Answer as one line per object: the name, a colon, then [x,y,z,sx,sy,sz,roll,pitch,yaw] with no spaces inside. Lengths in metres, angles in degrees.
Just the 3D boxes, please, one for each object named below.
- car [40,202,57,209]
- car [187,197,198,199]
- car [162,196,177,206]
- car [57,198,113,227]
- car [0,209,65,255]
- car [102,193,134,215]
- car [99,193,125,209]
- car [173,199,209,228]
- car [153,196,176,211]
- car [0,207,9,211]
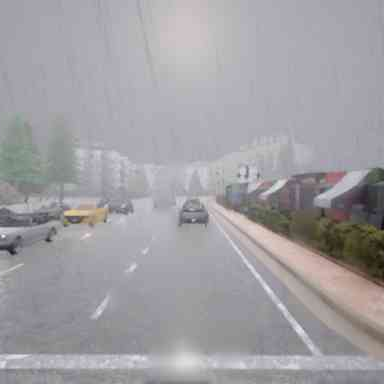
car: [-10.591,1.499,25.811,1.994,1.385,4.181,0,0,0]
car: [0.094,1.395,43.460,1.837,1.490,4.892,0,0,0]
car: [-3.508,1.407,52.462,2.033,1.411,5.357,0,0,0]
car: [-7.085,1.425,22.602,1.882,1.535,5.008,0,0,0]
car: [-7.090,1.577,13.366,1.895,1.301,4.718,0,0,0]
car: [-7.076,1.271,32.546,2.097,1.767,4.553,0,0,0]
car: [-10.531,1.104,44.224,2.150,2.045,5.566,0,0,0]
car: [0.099,1.447,21.841,2.128,1.511,4.902,0,0,0]
car: [-3.407,1.393,39.082,2.128,1.511,4.902,0,0,0]
car: [-10.596,1.487,17.005,1.812,1.442,4.674,0,0,0]
